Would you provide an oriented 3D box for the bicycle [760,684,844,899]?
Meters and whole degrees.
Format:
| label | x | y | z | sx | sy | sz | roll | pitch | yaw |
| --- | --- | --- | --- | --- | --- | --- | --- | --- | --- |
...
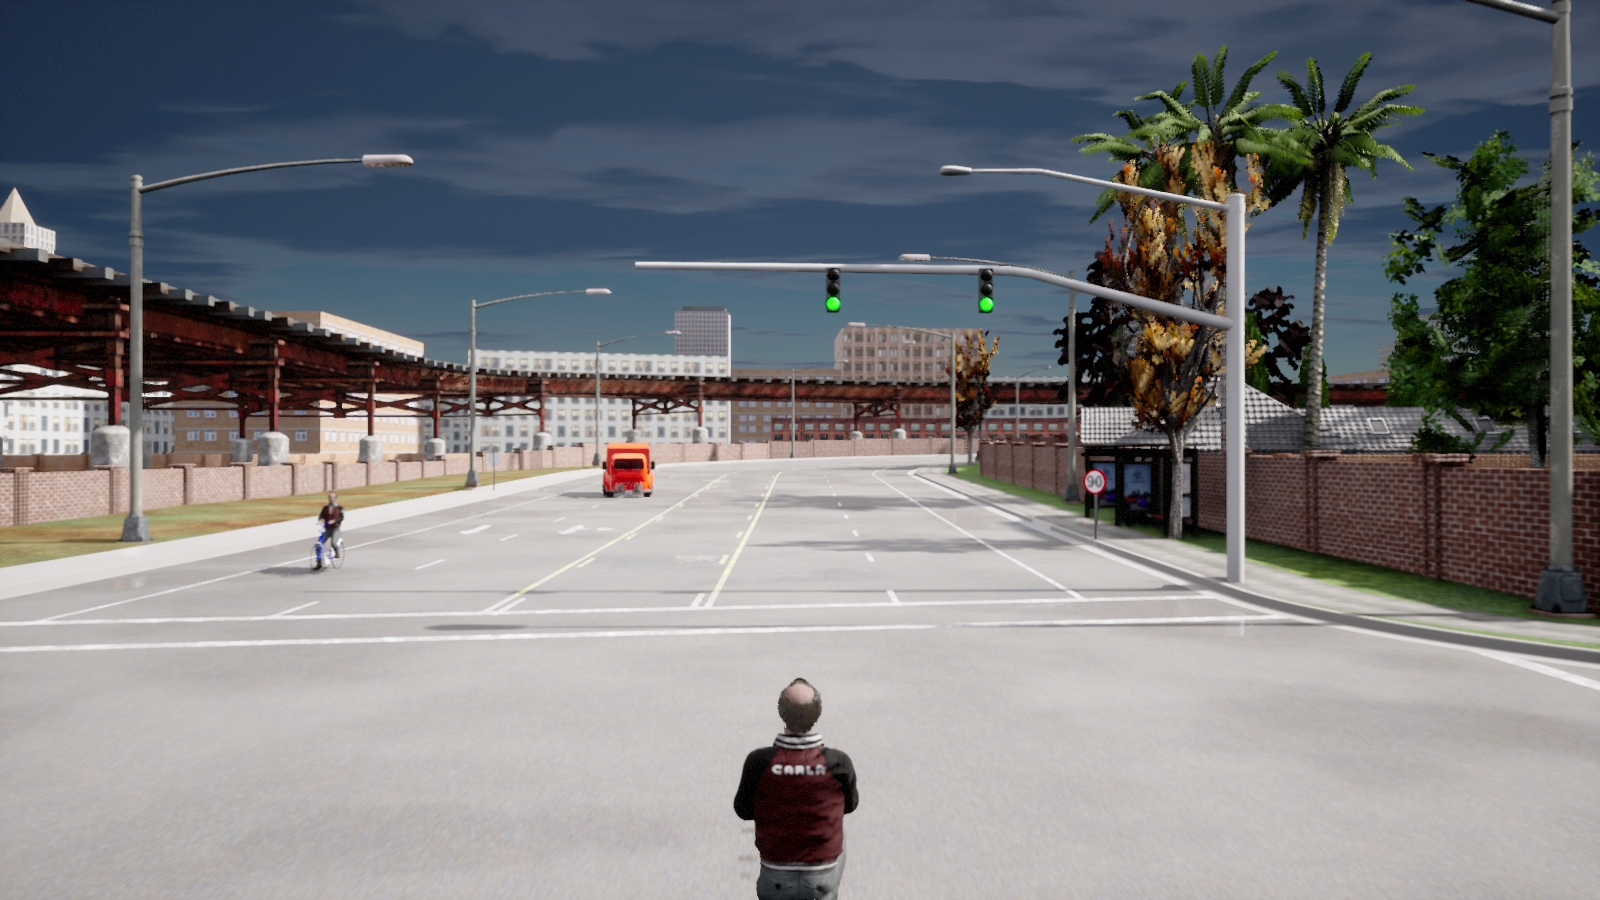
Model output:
| label | x | y | z | sx | sy | sz | roll | pitch | yaw |
| --- | --- | --- | --- | --- | --- | --- | --- | --- | --- |
| bicycle | 0.011 | 2.042 | 5.382 | 0.329 | 1.496 | 1.835 | 0 | 0 | 0 |

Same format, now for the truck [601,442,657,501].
| label | x | y | z | sx | sy | sz | roll | pitch | yaw |
| --- | --- | --- | --- | --- | --- | --- | --- | --- | --- |
| truck | -8.527 | 0.998 | 56.769 | 2.627 | 2.467 | 5.204 | 0 | 4 | -9 |

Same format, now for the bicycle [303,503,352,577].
| label | x | y | z | sx | sy | sz | roll | pitch | yaw |
| --- | --- | --- | --- | --- | --- | --- | --- | --- | --- |
| bicycle | -10.487 | 1.967 | 25.402 | 0.329 | 1.496 | 1.835 | 0 | 0 | 0 |
